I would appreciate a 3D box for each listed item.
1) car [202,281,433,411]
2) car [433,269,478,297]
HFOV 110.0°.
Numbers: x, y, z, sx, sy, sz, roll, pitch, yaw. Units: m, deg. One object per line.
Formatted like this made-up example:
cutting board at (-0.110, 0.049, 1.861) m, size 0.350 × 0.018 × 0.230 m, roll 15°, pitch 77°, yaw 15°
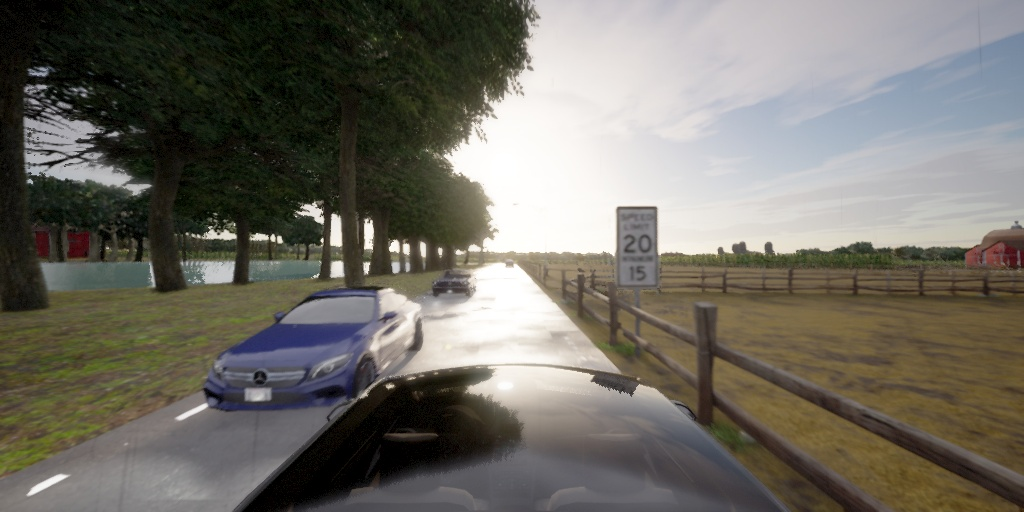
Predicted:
car at (-2.859, 1.291, 6.337) m, size 1.812 × 1.442 × 4.674 m, roll 0°, pitch 0°, yaw 0°
car at (-2.950, 1.383, 19.241) m, size 1.895 × 1.301 × 4.718 m, roll 0°, pitch 0°, yaw 0°
